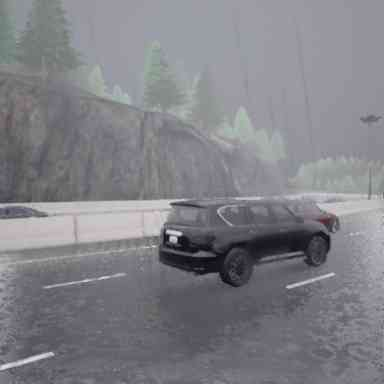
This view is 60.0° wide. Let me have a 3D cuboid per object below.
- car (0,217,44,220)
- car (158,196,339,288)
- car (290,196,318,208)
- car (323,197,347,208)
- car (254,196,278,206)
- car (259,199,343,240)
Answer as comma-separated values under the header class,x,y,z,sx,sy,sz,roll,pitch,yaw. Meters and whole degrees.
class,x,y,z,sx,sy,sz,roll,pitch,yaw
car,-10.431,1.531,18.173,4.892,1.490,1.837,0,0,-37
car,1.681,1.209,9.532,5.566,2.045,2.150,0,0,-38
car,16.125,1.394,47.765,2.128,1.511,4.902,0,0,41
car,20.391,1.452,47.385,1.994,1.385,4.181,0,0,40
car,12.002,1.420,53.701,1.837,1.490,4.892,0,0,40
car,5.798,1.318,17.444,4.553,1.767,2.097,0,0,-40
